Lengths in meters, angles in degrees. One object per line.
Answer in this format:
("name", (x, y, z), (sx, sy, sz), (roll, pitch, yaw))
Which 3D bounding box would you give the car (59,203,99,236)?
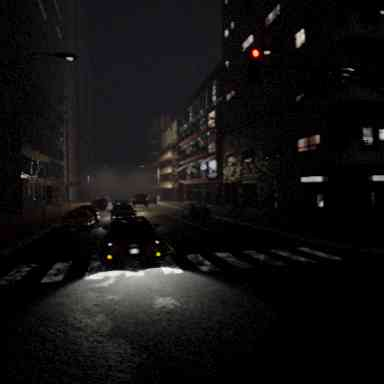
("car", (-6.563, 1.597, 19.188), (1.752, 1.417, 4.829), (-2, 0, -13))

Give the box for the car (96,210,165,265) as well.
("car", (-2.162, 1.575, 11.802), (1.994, 1.385, 4.181), (-1, 0, -13))

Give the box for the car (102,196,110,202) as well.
("car", (-22.022, 1.777, 85.433), (2.008, 1.369, 4.403), (-2, 0, -13))

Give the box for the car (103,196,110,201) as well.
("car", (-23.306, 1.821, 90.939), (1.802, 1.307, 4.206), (-2, 0, -13))

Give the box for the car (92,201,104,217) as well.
("car", (-7.886, 1.651, 24.860), (1.947, 1.339, 4.313), (-2, 0, -13))

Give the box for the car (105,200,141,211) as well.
("car", (-5.249, 1.588, 25.122), (2.033, 1.411, 5.357), (-1, 0, -13))

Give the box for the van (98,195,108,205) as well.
("van", (-16.888, 1.515, 63.405), (1.690, 1.788, 3.998), (-2, 0, -13))

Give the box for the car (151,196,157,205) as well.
("car", (-7.441, 1.462, 59.804), (1.967, 1.590, 4.097), (-2, 0, -13))

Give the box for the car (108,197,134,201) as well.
("car", (-7.896, 1.558, 36.776), (2.128, 1.511, 4.902), (-1, 0, -13))

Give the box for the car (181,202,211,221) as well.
("car", (0.273, 1.497, 26.764), (2.008, 1.369, 4.403), (-2, 0, -13))

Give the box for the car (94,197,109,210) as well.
("car", (-11.741, 1.668, 41.379), (1.887, 1.381, 4.507), (-2, 0, -13))

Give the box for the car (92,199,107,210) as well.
("car", (-13.025, 1.717, 46.886), (1.802, 1.307, 4.206), (-2, 0, -13))

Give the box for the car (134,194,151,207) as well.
("car", (-7.985, 1.267, 50.781), (2.150, 2.045, 5.566), (-1, 0, -12))

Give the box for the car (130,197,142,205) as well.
("car", (-10.327, 1.594, 60.848), (1.812, 1.442, 4.674), (-1, 0, -13))

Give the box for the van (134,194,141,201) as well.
("van", (-15.155, 1.441, 92.844), (1.690, 1.788, 3.998), (-2, 0, -13))

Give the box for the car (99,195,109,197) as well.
("car", (-14.312, 1.693, 52.392), (1.887, 1.381, 4.507), (-2, 0, -13))
